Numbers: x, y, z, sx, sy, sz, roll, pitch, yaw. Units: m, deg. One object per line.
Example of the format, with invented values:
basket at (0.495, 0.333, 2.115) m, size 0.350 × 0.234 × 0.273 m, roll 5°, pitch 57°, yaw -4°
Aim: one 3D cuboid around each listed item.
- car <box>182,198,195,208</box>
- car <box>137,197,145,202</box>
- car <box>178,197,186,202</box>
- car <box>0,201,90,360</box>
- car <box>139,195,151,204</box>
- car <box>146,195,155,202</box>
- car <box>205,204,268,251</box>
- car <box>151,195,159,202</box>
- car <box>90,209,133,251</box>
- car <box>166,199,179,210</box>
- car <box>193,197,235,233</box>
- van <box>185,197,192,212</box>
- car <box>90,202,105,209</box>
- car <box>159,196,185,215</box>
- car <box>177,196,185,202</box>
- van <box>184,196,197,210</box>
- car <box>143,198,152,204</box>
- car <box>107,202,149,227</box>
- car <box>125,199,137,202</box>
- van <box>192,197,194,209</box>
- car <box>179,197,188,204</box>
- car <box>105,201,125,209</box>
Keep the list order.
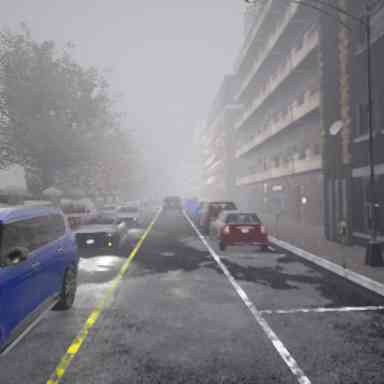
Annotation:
car at (-0.597, 1.767, 53.120) m, size 1.752 × 1.417 × 4.829 m, roll 0°, pitch 0°, yaw -4°
car at (-8.949, 1.910, 52.418) m, size 2.008 × 1.369 × 4.403 m, roll 0°, pitch 0°, yaw -4°
car at (-2.689, 1.982, 86.025) m, size 1.947 × 1.339 × 4.313 m, roll 0°, pitch 0°, yaw -4°
car at (-3.353, 1.293, 4.948) m, size 2.150 × 2.045 × 5.566 m, roll -1°, pitch 0°, yaw -4°
car at (-9.648, 1.733, 63.445) m, size 2.192 × 1.841 × 5.009 m, roll 0°, pitch 0°, yaw -4°
car at (-11.401, 1.879, 91.006) m, size 2.192 × 1.841 × 5.009 m, roll 0°, pitch 0°, yaw -4°
car at (1.867, 1.477, 14.365) m, size 1.967 × 1.590 × 4.097 m, roll 0°, pitch 0°, yaw -4°
car at (-7.561, 1.694, 72.696) m, size 1.837 × 1.490 × 4.892 m, roll -1°, pitch 0°, yaw -4°
car at (-3.955, 1.686, 14.502) m, size 1.994 × 1.385 × 4.181 m, roll -1°, pitch 0°, yaw -4°
car at (-2.974, 1.785, 49.426) m, size 1.812 × 1.442 × 4.674 m, roll -1°, pitch 0°, yaw -4°
car at (1.517, 1.381, 19.878) m, size 2.192 × 1.841 × 5.009 m, roll 0°, pitch 0°, yaw -4°
van at (0.115, 1.524, 41.928) m, size 1.690 × 1.788 × 3.998 m, roll 0°, pitch 0°, yaw -4°
car at (-6.845, 1.500, 19.346) m, size 2.192 × 1.841 × 5.009 m, roll 0°, pitch 0°, yaw -4°
car at (-2.208, 1.418, 37.372) m, size 2.150 × 2.045 × 5.566 m, roll -1°, pitch 0°, yaw -4°
car at (-3.039, 1.885, 91.537) m, size 1.967 × 1.590 × 4.097 m, roll 0°, pitch 0°, yaw -4°
van at (-0.235, 1.553, 47.440) m, size 1.690 × 1.788 × 3.998 m, roll 0°, pitch 0°, yaw -4°
car at (-10.701, 2.071, 79.980) m, size 1.947 × 1.339 × 4.313 m, roll 0°, pitch 0°, yaw -4°
car at (-4.584, 1.722, 24.480) m, size 2.033 × 1.411 × 5.357 m, roll -1°, pitch 0°, yaw -4°
car at (-8.237, 1.826, 41.225) m, size 1.752 × 1.417 × 4.829 m, roll 0°, pitch 0°, yaw -4°
van at (1.167, 1.436, 25.390) m, size 1.690 × 1.788 × 3.998 m, roll 0°, pitch 0°, yaw -4°
car at (-1.989, 1.923, 74.999) m, size 1.947 × 1.339 × 4.313 m, roll 0°, pitch 0°, yaw -4°
car at (-7.547, 1.809, 30.370) m, size 1.947 × 1.339 × 4.313 m, roll 0°, pitch 0°, yaw -4°
